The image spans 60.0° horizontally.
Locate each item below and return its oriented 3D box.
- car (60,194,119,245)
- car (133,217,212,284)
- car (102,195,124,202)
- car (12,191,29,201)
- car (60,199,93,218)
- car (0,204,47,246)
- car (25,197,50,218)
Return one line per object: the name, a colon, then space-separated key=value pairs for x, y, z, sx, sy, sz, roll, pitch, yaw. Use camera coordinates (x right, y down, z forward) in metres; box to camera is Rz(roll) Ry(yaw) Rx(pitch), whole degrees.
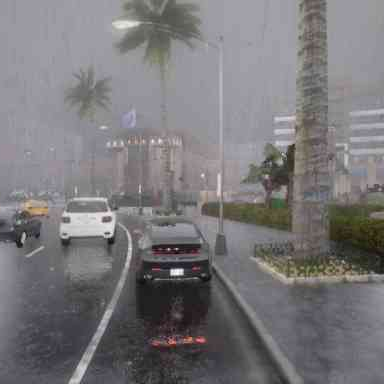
car: x=-4.707 y=1.255 z=15.652 sx=2.150 sy=2.045 sz=5.566 roll=0 pitch=0 yaw=-12
car: x=-0.632 y=1.503 z=9.664 sx=1.837 sy=1.490 sz=4.892 roll=0 pitch=0 yaw=-7
car: x=-18.150 y=1.404 z=76.319 sx=4.674 sy=1.452 sz=2.002 roll=0 pitch=0 yaw=21
car: x=-37.893 y=1.221 z=71.704 sx=4.553 sy=1.767 sz=2.185 roll=0 pitch=0 yaw=21
car: x=-10.889 y=1.476 z=31.169 sx=1.882 sy=1.535 sz=5.008 roll=0 pitch=0 yaw=-32
car: x=-8.124 y=1.510 z=14.894 sx=1.837 sy=1.490 sz=4.892 roll=0 pitch=0 yaw=-12
car: x=-13.861 y=1.473 z=29.320 sx=1.882 sy=1.535 sz=5.008 roll=0 pitch=0 yaw=-32
